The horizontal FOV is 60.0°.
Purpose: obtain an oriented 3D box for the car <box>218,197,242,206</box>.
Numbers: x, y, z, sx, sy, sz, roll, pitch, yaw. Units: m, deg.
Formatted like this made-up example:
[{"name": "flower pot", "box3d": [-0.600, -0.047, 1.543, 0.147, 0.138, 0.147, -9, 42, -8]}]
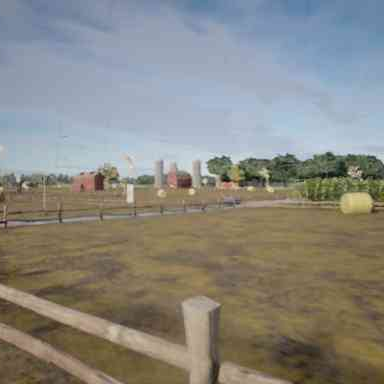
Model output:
[{"name": "car", "box3d": [6.375, 1.505, 55.337, 2.033, 1.411, 5.357, -1, 0, 36]}]
